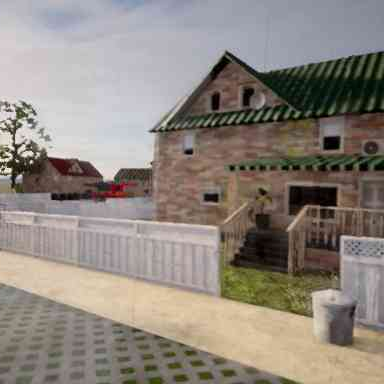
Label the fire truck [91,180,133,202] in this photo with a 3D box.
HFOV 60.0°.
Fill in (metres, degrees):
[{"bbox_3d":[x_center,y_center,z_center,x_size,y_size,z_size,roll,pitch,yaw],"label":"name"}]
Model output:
[{"bbox_3d":[-13.087,0.008,55.497,2.891,3.827,8.468,2,1,19],"label":"fire truck"}]
